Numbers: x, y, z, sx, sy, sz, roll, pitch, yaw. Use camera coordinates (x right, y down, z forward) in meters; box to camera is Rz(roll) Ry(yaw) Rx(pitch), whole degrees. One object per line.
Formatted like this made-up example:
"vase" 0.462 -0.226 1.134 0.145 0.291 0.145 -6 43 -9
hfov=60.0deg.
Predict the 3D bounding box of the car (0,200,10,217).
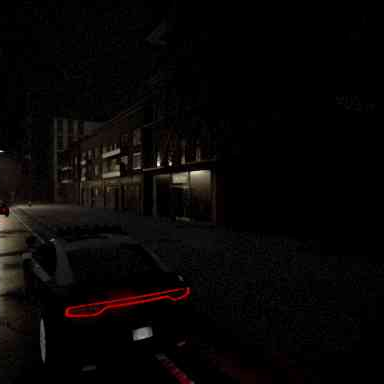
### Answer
"car" -17.800 1.592 30.371 1.895 1.301 4.718 0 0 -31

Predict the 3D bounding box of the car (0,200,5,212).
"car" -22.980 1.589 38.904 1.895 1.301 4.718 0 0 -30

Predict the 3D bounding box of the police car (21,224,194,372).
"police car" -1.904 1.425 6.054 1.930 1.638 5.238 0 0 -31
